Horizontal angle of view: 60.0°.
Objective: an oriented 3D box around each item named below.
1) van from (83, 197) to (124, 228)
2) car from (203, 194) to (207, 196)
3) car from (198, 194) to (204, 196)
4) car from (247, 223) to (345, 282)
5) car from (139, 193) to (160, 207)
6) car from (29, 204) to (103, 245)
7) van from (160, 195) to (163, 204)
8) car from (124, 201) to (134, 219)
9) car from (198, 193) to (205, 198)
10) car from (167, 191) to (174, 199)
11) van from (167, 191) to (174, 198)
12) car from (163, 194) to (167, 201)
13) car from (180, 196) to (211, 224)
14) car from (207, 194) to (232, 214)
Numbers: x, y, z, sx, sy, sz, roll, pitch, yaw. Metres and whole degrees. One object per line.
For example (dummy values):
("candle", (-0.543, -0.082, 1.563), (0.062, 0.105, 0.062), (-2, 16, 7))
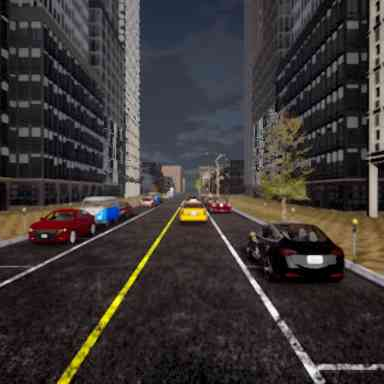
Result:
("van", (-5.690, 1.197, 20.754), (1.690, 1.788, 3.998), (0, 0, 0))
("car", (2.686, 1.275, 43.510), (1.802, 1.307, 4.206), (0, 0, 0))
("car", (0.092, 1.268, 41.963), (1.994, 1.385, 4.181), (0, 0, 0))
("car", (2.692, 1.501, 9.360), (1.947, 1.339, 4.313), (0, 0, 0))
("car", (-5.694, 1.133, 43.522), (1.967, 1.590, 4.097), (0, 0, 0))
("car", (-5.689, 1.440, 15.063), (1.887, 1.381, 4.507), (0, 0, 0))
("van", (-5.695, 0.992, 49.214), (1.690, 1.788, 3.998), (0, 0, 0))
("car", (-5.692, 1.397, 26.448), (1.802, 1.307, 4.206), (0, 0, 0))
("car", (2.676, 0.862, 94.736), (2.008, 1.369, 4.403), (0, 0, 0))
("car", (-5.701, 0.966, 77.504), (1.752, 1.417, 4.829), (0, 0, 0))
("van", (-5.702, 0.695, 89.058), (1.690, 1.788, 3.998), (0, 0, 0))
("car", (-5.697, 1.175, 54.908), (1.947, 1.339, 4.313), (0, 0, 0))
("car", (0.096, 1.294, 23.186), (1.801, 1.575, 5.366), (0, 0, 0))
("car", (2.689, 1.216, 32.125), (1.967, 1.590, 4.097), (0, 0, 0))
